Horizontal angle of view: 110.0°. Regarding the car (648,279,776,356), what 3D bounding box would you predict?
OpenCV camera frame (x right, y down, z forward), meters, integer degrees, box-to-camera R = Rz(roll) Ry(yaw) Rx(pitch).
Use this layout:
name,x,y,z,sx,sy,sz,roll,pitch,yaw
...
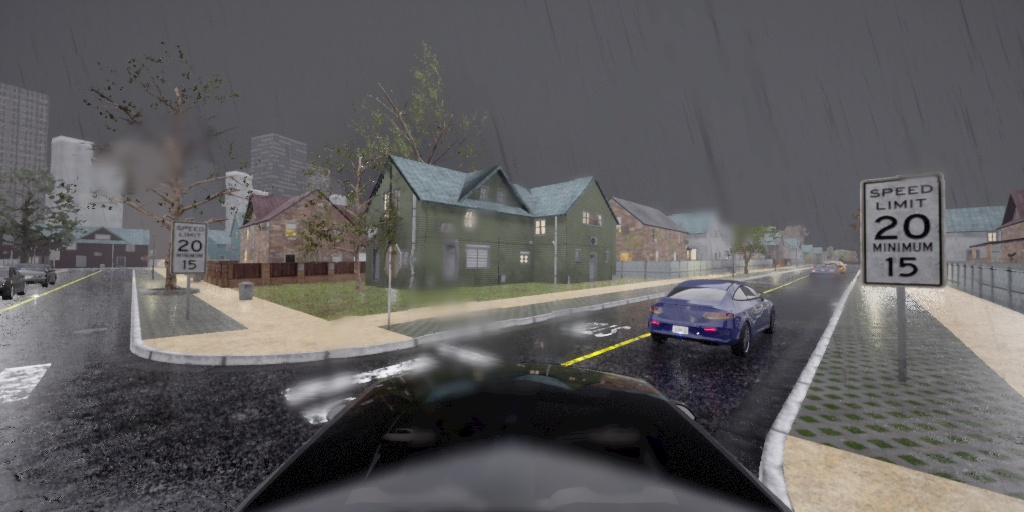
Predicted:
name,x,y,z,sx,sy,sz,roll,pitch,yaw
car,4.905,1.273,8.637,1.812,1.442,4.674,-1,0,45

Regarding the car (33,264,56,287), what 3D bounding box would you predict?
name,x,y,z,sx,sy,sz,roll,pitch,yaw
car,-31.946,1.259,23.773,4.902,1.511,2.128,0,-2,43

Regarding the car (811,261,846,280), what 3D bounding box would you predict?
name,x,y,z,sx,sy,sz,roll,pitch,yaw
car,27.675,1.304,31.559,5.357,1.411,2.033,0,0,-45

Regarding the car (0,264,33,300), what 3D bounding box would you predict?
name,x,y,z,sx,sy,sz,roll,pitch,yaw
car,-24.616,1.239,16.815,4.892,1.490,1.837,0,-2,43
